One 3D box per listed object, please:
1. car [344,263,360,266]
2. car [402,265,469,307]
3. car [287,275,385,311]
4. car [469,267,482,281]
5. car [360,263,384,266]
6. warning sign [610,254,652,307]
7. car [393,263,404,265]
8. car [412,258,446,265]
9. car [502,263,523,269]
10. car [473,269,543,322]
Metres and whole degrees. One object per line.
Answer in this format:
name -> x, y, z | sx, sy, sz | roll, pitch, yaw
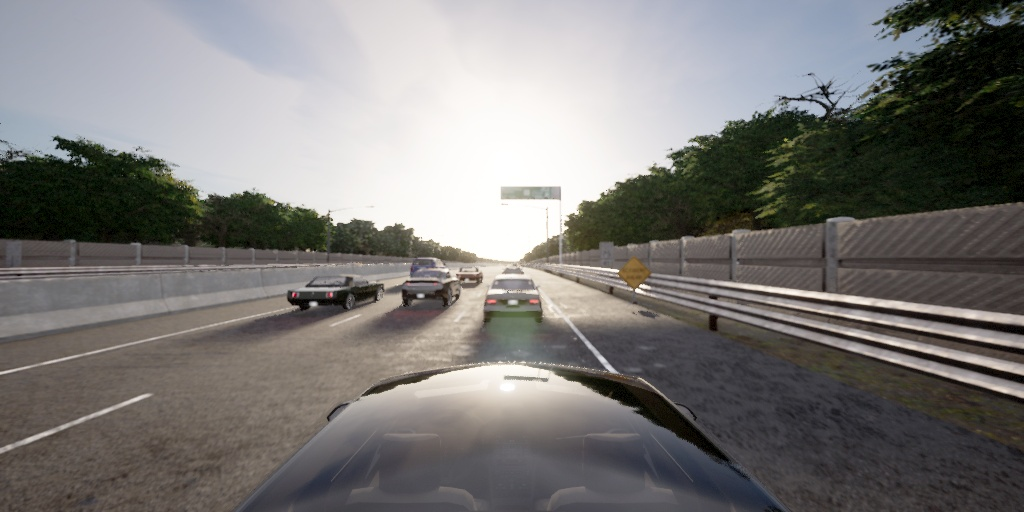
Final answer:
car -> -24.561, 1.749, 55.132 | 1.882, 1.535, 5.008 | 0, -1, 1
car -> -3.431, 1.307, 15.973 | 2.128, 1.511, 4.902 | 0, 0, 0
car -> -6.938, 1.409, 14.816 | 1.895, 1.301, 4.718 | 0, 0, 1
car -> -3.442, 1.549, 29.796 | 1.895, 1.301, 4.718 | 0, -1, 0
car -> -21.068, 1.769, 55.581 | 2.128, 1.511, 4.902 | 0, -1, 0
warning sign -> 4.549, 0.912, 13.333 | 1.300, 1.860, 1.060 | 0, 0, 0
car -> -17.570, 1.804, 55.604 | 1.812, 1.442, 4.674 | 0, -1, 0
car -> -6.938, 1.177, 30.180 | 2.150, 2.045, 5.566 | 0, 0, 0
car -> 0.070, 1.536, 31.770 | 1.994, 1.385, 4.181 | 0, -1, 0
car -> 0.044, 1.340, 12.414 | 2.033, 1.411, 5.357 | 0, 0, 0
